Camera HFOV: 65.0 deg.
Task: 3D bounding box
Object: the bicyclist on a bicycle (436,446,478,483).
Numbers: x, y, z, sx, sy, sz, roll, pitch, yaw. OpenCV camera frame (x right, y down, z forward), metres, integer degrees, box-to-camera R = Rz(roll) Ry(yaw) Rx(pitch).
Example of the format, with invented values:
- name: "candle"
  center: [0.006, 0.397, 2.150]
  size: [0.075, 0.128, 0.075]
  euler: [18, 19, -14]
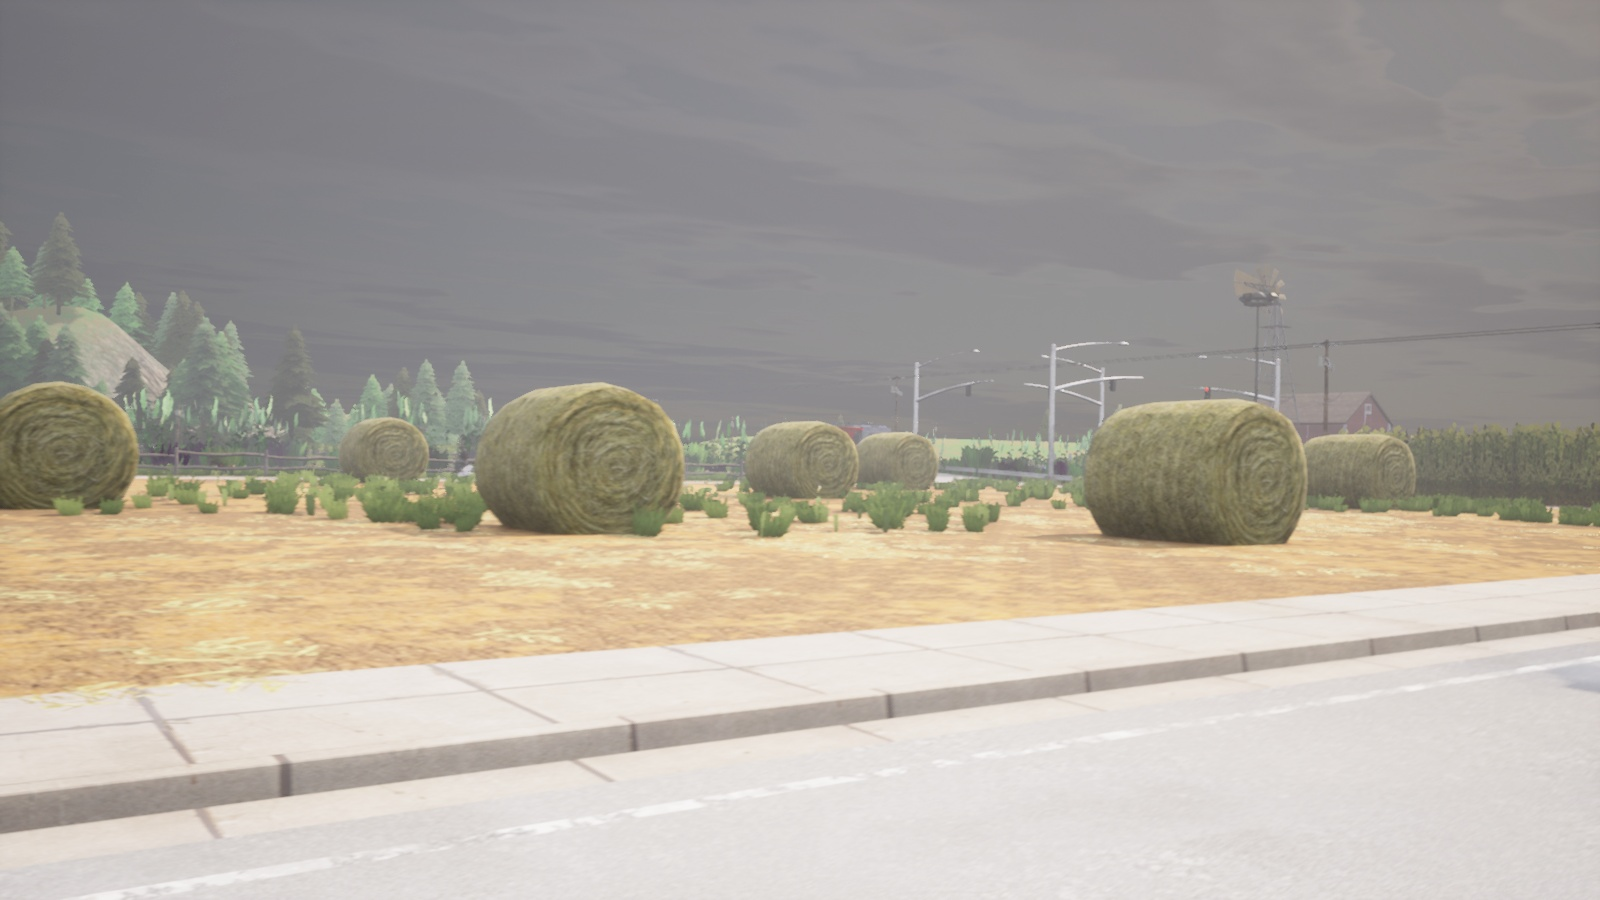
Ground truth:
- name: "bicyclist on a bicycle"
  center: [-17.002, 0.714, 62.236]
  size: [1.843, 1.776, 0.659]
  euler: [1, -1, -31]
